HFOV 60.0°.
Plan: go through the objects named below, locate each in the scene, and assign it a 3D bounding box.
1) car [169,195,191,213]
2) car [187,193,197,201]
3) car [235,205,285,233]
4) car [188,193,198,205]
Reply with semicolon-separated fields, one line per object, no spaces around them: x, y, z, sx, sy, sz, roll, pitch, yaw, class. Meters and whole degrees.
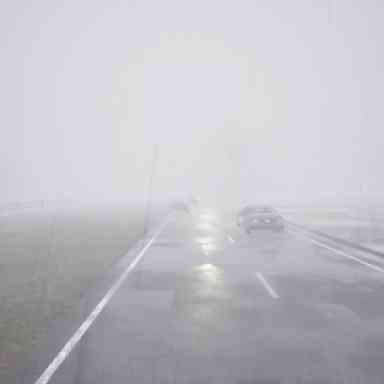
-1.231;1.276;32.679;1.812;1.442;4.674;0;0;0;car
-0.011;1.018;67.585;2.128;1.511;4.902;0;0;0;car
3.596;1.399;18.336;2.033;1.411;5.357;0;0;0;car
-0.007;1.249;50.151;1.895;1.301;4.718;0;0;0;car
